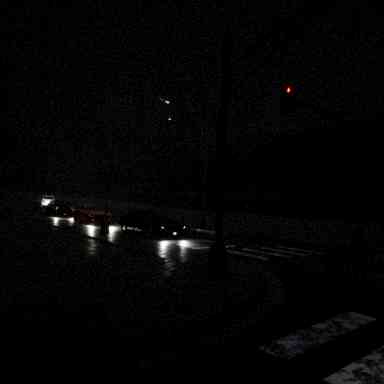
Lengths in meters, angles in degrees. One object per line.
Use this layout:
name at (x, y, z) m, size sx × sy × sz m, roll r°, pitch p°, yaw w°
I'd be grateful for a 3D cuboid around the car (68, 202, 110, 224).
car at (-8.232, 1.770, 27.243) m, size 1.882 × 1.535 × 5.008 m, roll 4°, pitch -3°, yaw -36°

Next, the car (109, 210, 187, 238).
car at (-2.511, 1.761, 19.211) m, size 2.033 × 1.411 × 5.357 m, roll 4°, pitch -3°, yaw -38°

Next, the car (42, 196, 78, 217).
car at (-14.084, 1.679, 35.419) m, size 2.097 × 1.767 × 4.553 m, roll 4°, pitch -2°, yaw -35°

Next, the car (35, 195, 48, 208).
car at (-23.602, 1.549, 53.570) m, size 2.150 × 2.045 × 5.566 m, roll 4°, pitch -1°, yaw -36°

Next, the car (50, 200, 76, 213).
car at (-17.731, 1.941, 45.439) m, size 2.128 × 1.511 × 4.902 m, roll 4°, pitch -2°, yaw -35°
